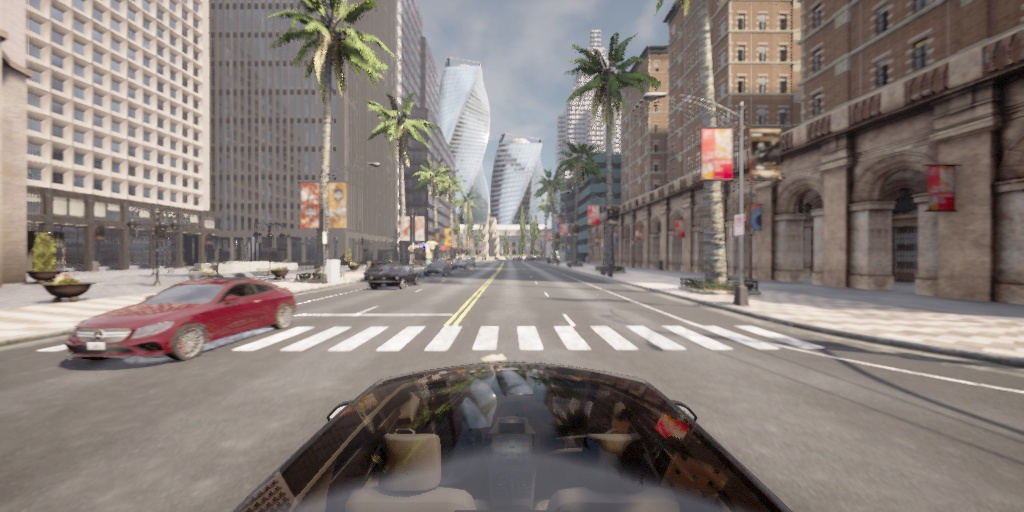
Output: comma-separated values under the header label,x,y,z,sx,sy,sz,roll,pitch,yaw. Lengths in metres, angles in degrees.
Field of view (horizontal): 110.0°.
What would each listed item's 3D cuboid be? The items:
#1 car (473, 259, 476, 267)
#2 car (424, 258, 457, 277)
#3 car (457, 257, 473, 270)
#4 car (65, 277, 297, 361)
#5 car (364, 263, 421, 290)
label,x,y,z,sx,sy,sz,roll,pitch,yaw
car,-7.127,1.152,60.684,1.994,1.385,4.181,0,0,-1
car,-6.994,1.207,34.426,2.033,1.411,5.357,0,0,0
car,-7.030,1.166,49.691,2.033,1.411,5.357,0,0,0
car,-7.000,1.258,8.364,1.812,1.442,4.674,0,0,0
car,-7.092,1.295,22.052,1.895,1.301,4.718,0,0,0
